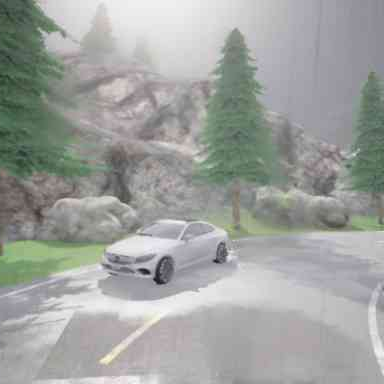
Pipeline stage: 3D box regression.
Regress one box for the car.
[{"bbox_3d":[-0.512,1.526,9.814,1.812,1.442,4.674,0,0,34],"label":"car"}]
